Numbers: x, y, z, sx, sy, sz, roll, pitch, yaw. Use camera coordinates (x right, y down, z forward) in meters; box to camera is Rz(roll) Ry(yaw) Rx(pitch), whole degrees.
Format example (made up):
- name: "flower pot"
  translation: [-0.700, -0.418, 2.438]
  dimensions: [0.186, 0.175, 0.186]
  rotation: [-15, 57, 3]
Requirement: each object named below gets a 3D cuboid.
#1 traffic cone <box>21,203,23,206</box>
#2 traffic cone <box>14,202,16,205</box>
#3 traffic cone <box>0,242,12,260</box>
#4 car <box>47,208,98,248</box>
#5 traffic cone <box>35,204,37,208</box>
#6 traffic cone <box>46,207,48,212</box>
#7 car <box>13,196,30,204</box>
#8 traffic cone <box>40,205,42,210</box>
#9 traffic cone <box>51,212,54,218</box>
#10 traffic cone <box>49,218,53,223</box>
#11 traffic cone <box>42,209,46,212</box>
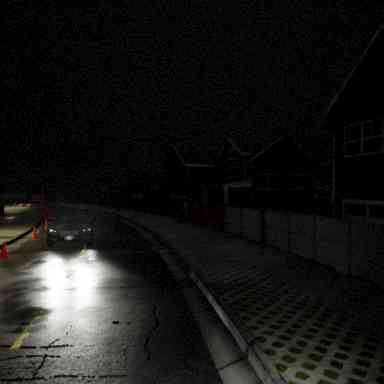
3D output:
- name: "traffic cone"
  translation: [-27.934, 1.938, 54.623]
  dimensions: [0.340, 0.580, 0.340]
  rotation: [-1, 1, -40]
- name: "traffic cone"
  translation: [-31.152, 1.914, 58.297]
  dimensions: [0.340, 0.580, 0.340]
  rotation: [-1, 1, -43]
- name: "traffic cone"
  translation: [-6.359, 1.985, 11.301]
  dimensions: [0.340, 0.580, 0.340]
  rotation: [0, 0, -13]
- name: "car"
  translation: [-5.437, 1.533, 15.331]
  dimensions: [2.128, 1.511, 4.902]
  rotation: [0, 0, -16]
- name: "traffic cone"
  translation: [-22.031, 1.991, 46.845]
  dimensions: [0.340, 0.580, 0.340]
  rotation: [0, 1, -35]
- name: "traffic cone"
  translation: [-14.602, 2.044, 34.231]
  dimensions: [0.340, 0.580, 0.340]
  rotation: [0, 0, -26]
- name: "car"
  translation: [-31.712, 1.457, 61.596]
  dimensions: [4.674, 1.442, 1.812]
  rotation: [0, 1, 45]
- name: "traffic cone"
  translation: [-19.360, 2.016, 42.757]
  dimensions: [0.340, 0.580, 0.340]
  rotation: [0, 0, -32]
- name: "traffic cone"
  translation: [-10.664, 2.040, 25.296]
  dimensions: [0.340, 0.580, 0.340]
  rotation: [0, 0, -21]
- name: "traffic cone"
  translation: [-9.011, 2.027, 20.700]
  dimensions: [0.340, 0.580, 0.340]
  rotation: [0, 0, -18]
- name: "traffic cone"
  translation: [-16.882, 2.033, 38.549]
  dimensions: [0.340, 0.580, 0.340]
  rotation: [0, 0, -29]
